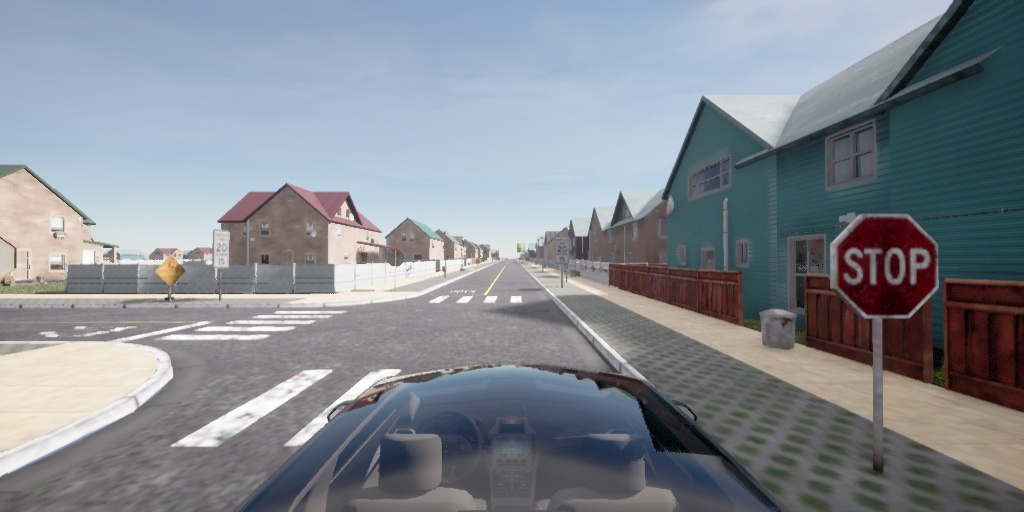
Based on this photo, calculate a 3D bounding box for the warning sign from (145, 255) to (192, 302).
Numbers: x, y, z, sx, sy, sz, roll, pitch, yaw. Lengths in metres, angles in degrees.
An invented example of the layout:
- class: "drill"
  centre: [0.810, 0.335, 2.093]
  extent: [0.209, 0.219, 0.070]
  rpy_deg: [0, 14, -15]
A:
- class: "warning sign"
  centre: [-14.000, 0.907, 14.649]
  extent: [1.060, 1.860, 1.300]
  rpy_deg: [0, 0, 0]
